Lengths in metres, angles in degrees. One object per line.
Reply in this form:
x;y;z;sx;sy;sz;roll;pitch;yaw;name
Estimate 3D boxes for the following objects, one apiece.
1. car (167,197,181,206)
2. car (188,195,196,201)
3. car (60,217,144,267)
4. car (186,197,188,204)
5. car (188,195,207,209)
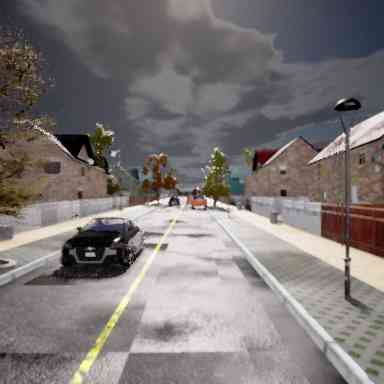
-2.810;1.519;53.366;1.812;1.442;4.674;0;0;0;car
0.003;1.406;80.515;2.033;1.411;5.357;0;0;0;car
-2.849;1.560;11.302;1.994;1.385;4.181;0;0;0;car
0.002;1.352;63.316;2.097;1.767;4.553;0;0;0;car
0.923;1.290;45.307;2.097;1.767;4.553;-3;-1;0;car
